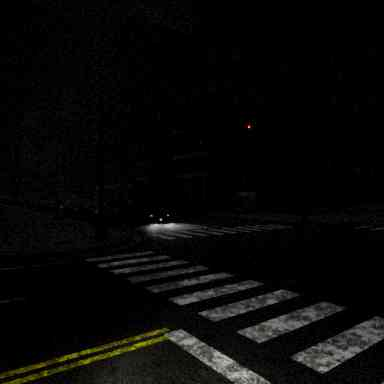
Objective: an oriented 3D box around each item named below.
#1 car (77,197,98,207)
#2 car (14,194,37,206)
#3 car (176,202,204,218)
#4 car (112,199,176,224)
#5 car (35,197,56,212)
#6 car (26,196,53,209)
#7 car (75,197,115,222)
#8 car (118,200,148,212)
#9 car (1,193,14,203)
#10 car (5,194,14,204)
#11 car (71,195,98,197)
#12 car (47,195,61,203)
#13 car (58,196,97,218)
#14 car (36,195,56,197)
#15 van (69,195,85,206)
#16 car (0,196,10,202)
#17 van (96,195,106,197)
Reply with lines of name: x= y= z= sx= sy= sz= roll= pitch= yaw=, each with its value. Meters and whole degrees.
car: x=-16.639 y=1.570 z=52.800 sx=2.008 sy=1.369 sz=4.403 roll=0 pitch=0 yaw=-35
car: x=-26.373 y=1.432 z=52.637 sx=1.967 sy=1.590 sz=4.097 roll=0 pitch=0 yaw=-35
car: x=-0.663 y=1.581 z=30.349 sx=1.947 sy=1.339 sz=4.313 roll=0 pitch=0 yaw=-35
car: x=-3.765 y=1.541 z=25.212 sx=2.033 sy=1.411 sz=5.357 roll=0 pitch=0 yaw=-37
car: x=-16.787 y=1.564 z=39.167 sx=1.802 sy=1.307 sz=4.206 roll=0 pitch=0 yaw=-35
car: x=-19.982 y=1.535 z=43.657 sx=2.008 sy=1.369 sz=4.403 roll=0 pitch=0 yaw=-35
car: x=-7.202 y=1.423 z=25.697 sx=1.967 sy=1.590 sz=4.097 roll=0 pitch=0 yaw=-35
car: x=-7.054 y=1.595 z=39.330 sx=1.802 sy=1.307 sz=4.206 roll=0 pitch=0 yaw=-35
car: x=-39.153 y=1.558 z=70.597 sx=1.887 sy=1.381 sz=4.507 roll=0 pitch=0 yaw=-35
car: x=-32.763 y=1.553 z=61.617 sx=2.008 sy=1.369 sz=4.403 roll=0 pitch=0 yaw=-35
car: x=-12.872 y=1.469 z=38.050 sx=1.882 sy=1.535 sz=5.008 roll=0 pitch=0 yaw=-35
car: x=-29.419 y=1.480 z=70.760 sx=1.967 sy=1.590 sz=4.097 roll=0 pitch=0 yaw=-35
car: x=-10.397 y=1.422 z=30.187 sx=1.967 sy=1.590 sz=4.097 roll=0 pitch=0 yaw=-35
car: x=-23.451 y=1.609 z=53.081 sx=1.994 sy=1.385 sz=4.181 roll=0 pitch=0 yaw=-35
van: x=-19.834 y=1.364 z=57.290 sx=1.690 sy=1.788 sz=3.998 roll=0 pitch=0 yaw=-35
car: x=-42.349 y=1.601 z=75.087 sx=1.802 sy=1.307 sz=4.206 roll=0 pitch=0 yaw=-35
van: x=-13.444 y=1.357 z=48.310 sx=1.690 sy=1.788 sz=3.998 roll=0 pitch=0 yaw=-35
